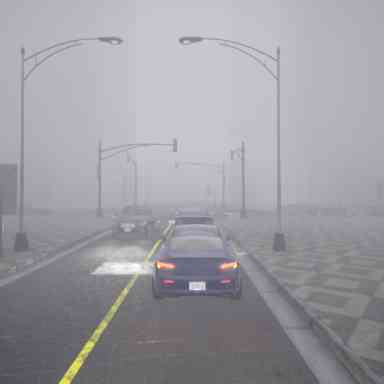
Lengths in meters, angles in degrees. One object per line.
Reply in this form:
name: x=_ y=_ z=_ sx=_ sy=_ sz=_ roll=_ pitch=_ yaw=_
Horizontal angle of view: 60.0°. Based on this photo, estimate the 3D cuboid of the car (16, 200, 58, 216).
car: x=-14.583 y=1.437 z=29.667 sx=4.829 sy=1.417 sz=1.752 roll=0 pitch=-1 yaw=0

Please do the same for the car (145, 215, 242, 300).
car: x=0.105 y=1.528 z=8.292 sx=1.812 sy=1.442 sz=4.674 roll=0 pitch=0 yaw=0

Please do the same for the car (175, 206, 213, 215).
car: x=0.103 y=1.483 z=17.630 sx=1.882 sy=1.535 sz=5.008 roll=0 pitch=0 yaw=0

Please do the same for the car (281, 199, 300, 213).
car: x=12.340 y=1.563 z=38.277 sx=4.097 sy=1.590 sz=1.967 roll=0 pitch=-1 yaw=0

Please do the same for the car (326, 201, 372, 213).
car: x=18.010 y=1.694 z=38.293 sx=4.403 sy=1.369 sz=2.008 roll=0 pitch=-1 yaw=0

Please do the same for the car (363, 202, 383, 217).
car: x=18.007 y=1.579 z=29.769 sx=4.313 sy=1.339 sz=1.947 roll=0 pitch=-1 yaw=0

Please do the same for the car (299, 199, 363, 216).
car: x=12.337 y=1.544 z=29.751 sx=4.403 sy=1.369 sz=2.008 roll=0 pitch=-1 yaw=0

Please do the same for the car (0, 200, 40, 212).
car: x=-20.151 y=1.580 z=38.173 sx=4.403 sy=1.369 sz=2.008 roll=0 pitch=-1 yaw=0

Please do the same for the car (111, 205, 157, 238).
car: x=-2.995 y=1.497 z=17.909 sx=2.128 sy=1.511 sz=4.902 roll=0 pitch=0 yaw=0
